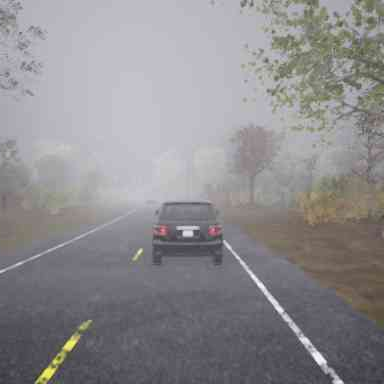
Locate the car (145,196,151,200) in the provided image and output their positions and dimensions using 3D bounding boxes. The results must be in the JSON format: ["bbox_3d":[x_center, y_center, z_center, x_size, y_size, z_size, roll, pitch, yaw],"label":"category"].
[{"bbox_3d":[-7.039,1.407,57.705,1.882,1.535,5.008,0,0,-6],"label":"car"}]

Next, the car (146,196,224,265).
[{"bbox_3d":[-0.168,1.224,11.865,2.150,2.045,5.566,0,0,-1],"label":"car"}]

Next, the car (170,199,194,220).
[{"bbox_3d":[-0.921,1.466,29.208,1.882,1.535,5.008,0,0,-3],"label":"car"}]

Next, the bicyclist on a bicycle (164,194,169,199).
[{"bbox_3d":[-6.149,1.281,84.030,0.582,1.620,1.656,0,0,-9],"label":"bicyclist on a bicycle"}]
